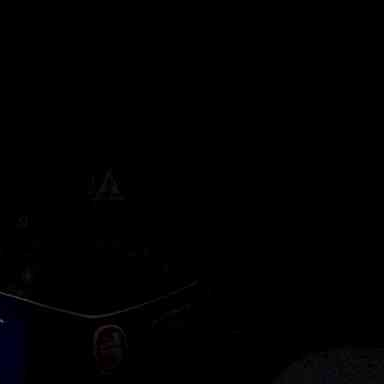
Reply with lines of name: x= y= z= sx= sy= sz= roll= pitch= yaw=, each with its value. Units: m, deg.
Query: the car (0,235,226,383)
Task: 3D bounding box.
car: x=-1.890 y=1.389 z=4.604 sx=4.553 sy=1.767 sz=2.185 roll=0 pitch=0 yaw=36
